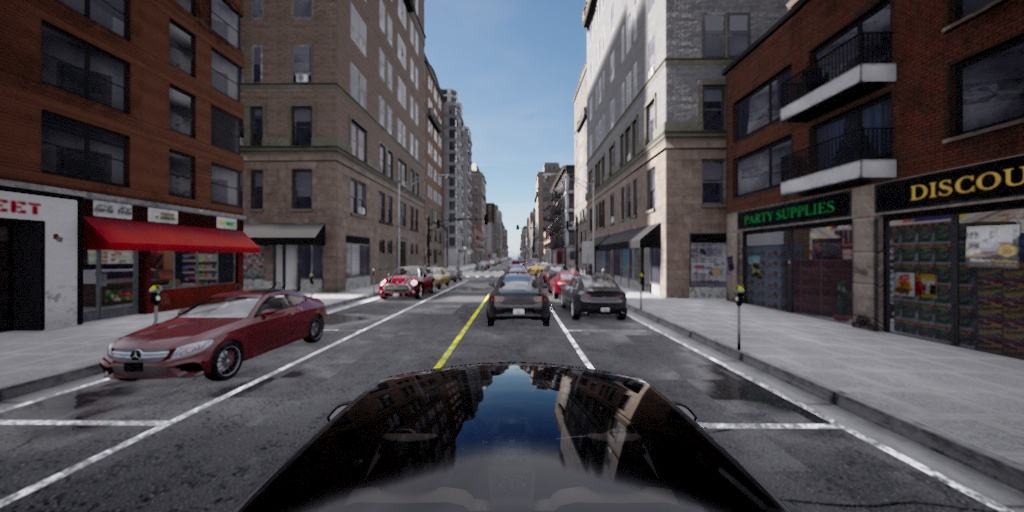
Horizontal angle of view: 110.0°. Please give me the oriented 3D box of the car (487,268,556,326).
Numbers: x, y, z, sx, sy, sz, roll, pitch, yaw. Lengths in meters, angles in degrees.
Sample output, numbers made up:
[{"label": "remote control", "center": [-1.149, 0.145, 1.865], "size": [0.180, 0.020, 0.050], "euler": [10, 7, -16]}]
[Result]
[{"label": "car", "center": [0.198, 1.307, 11.759], "size": [1.812, 1.442, 4.674], "euler": [0, 0, 0]}]

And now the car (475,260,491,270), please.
[{"label": "car", "center": [-4.817, 1.467, 56.329], "size": [2.007, 1.370, 4.403], "euler": [0, 0, 1]}]

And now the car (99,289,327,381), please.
[{"label": "car", "center": [-5.344, 1.348, 7.177], "size": [1.802, 1.307, 4.207], "euler": [0, 0, 1]}]

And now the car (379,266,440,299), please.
[{"label": "car", "center": [-5.226, 1.240, 18.214], "size": [1.967, 1.591, 4.097], "euler": [0, 0, 1]}]

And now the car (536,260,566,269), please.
[{"label": "car", "center": [2.858, 1.258, 23.653], "size": [1.967, 1.591, 4.097], "euler": [0, 0, 1]}]

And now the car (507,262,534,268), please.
[{"label": "car", "center": [0.338, 1.347, 24.789], "size": [1.812, 1.442, 4.674], "euler": [0, 0, 1]}]

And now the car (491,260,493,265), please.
[{"label": "car", "center": [-4.755, 1.479, 62.010], "size": [1.888, 1.381, 4.507], "euler": [0, 0, 1]}]

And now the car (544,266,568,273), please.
[{"label": "car", "center": [2.799, 1.383, 18.135], "size": [1.802, 1.307, 4.207], "euler": [0, 0, 1]}]

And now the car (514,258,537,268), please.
[{"label": "car", "center": [2.591, 1.322, 38.220], "size": [1.801, 1.575, 5.366], "euler": [0, 0, 31]}]

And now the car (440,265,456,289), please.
[{"label": "car", "center": [-5.168, 1.343, 23.561], "size": [1.751, 1.417, 4.829], "euler": [0, 0, 1]}]

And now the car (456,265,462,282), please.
[{"label": "car", "center": [-5.107, 1.385, 29.249], "size": [2.007, 1.370, 4.403], "euler": [0, 0, 1]}]

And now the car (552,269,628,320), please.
[{"label": "car", "center": [2.740, 1.334, 12.616], "size": [2.007, 1.370, 4.403], "euler": [0, 0, 1]}]
